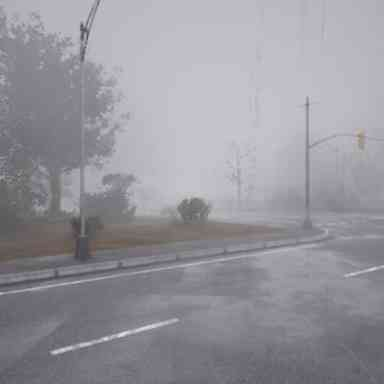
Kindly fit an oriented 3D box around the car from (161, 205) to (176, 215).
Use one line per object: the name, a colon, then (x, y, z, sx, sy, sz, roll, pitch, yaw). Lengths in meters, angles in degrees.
car: (-2.531, 2.546, 47.168, 2.033, 1.411, 5.357, 0, -3, -32)
